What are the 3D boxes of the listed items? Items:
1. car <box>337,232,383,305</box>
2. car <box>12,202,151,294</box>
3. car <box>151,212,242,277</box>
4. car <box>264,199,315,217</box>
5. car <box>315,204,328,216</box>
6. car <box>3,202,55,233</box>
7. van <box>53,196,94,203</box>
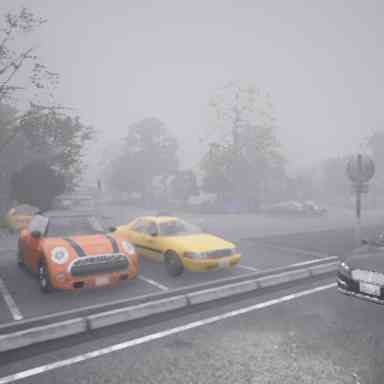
[{"bbox_3d":[5.171,1.472,7.366,4.902,1.511,2.128,0,0,-35],"label":"car"},{"bbox_3d":[-3.246,1.333,9.013,2.185,1.767,4.553,0,0,-36],"label":"car"},{"bbox_3d":[-0.752,1.452,10.544,1.946,1.575,5.366,0,0,-36],"label":"car"},{"bbox_3d":[9.379,1.684,33.158,2.002,1.452,4.674,1,-1,-36],"label":"car"},{"bbox_3d":[11.927,1.567,35.050,2.185,1.767,4.553,1,-1,-36],"label":"car"},{"bbox_3d":[-9.882,1.456,19.542,1.946,1.575,5.366,0,0,-36],"label":"car"},{"bbox_3d":[-7.439,1.230,20.930,1.878,1.987,4.442,0,0,-36],"label":"van"}]
